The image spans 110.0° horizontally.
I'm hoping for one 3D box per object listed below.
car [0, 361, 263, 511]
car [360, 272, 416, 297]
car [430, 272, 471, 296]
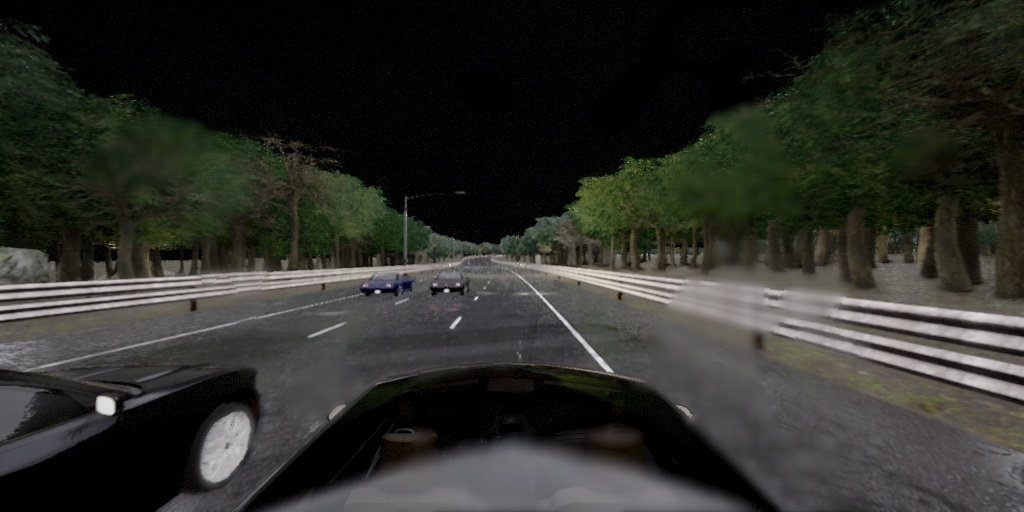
[{"bbox_3d":[-3.411,1.227,1.538,1.882,1.535,5.008,0,-1,0],"label":"car"},{"bbox_3d":[-7.067,1.615,20.990,1.895,1.301,4.718,0,-1,-1],"label":"car"},{"bbox_3d":[-3.578,1.622,21.655,1.895,1.301,4.718,0,-1,-1],"label":"car"}]
